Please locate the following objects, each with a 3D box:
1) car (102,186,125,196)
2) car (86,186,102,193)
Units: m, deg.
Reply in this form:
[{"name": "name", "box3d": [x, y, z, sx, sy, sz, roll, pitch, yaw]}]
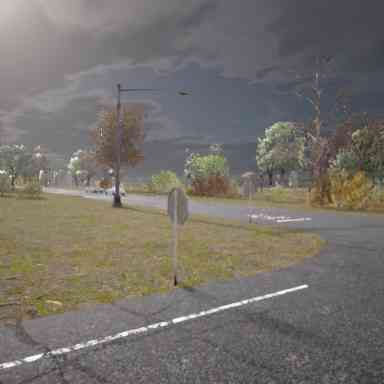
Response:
[{"name": "car", "box3d": [-12.007, -0.210, 52.036, 1.812, 1.442, 4.674, 0, 2, -36]}, {"name": "car", "box3d": [-17.597, -0.444, 59.871, 1.895, 1.301, 4.718, 0, 2, -36]}]
